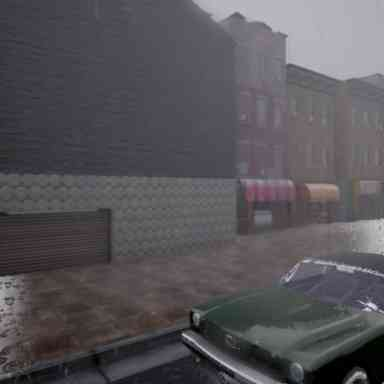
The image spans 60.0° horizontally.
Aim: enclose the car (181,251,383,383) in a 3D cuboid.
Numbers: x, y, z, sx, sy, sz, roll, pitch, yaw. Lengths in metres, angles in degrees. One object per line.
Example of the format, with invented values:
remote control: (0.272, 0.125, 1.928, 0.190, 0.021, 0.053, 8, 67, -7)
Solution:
car: (2.214, 1.617, 4.657, 4.718, 1.301, 1.895, 0, 0, -36)
